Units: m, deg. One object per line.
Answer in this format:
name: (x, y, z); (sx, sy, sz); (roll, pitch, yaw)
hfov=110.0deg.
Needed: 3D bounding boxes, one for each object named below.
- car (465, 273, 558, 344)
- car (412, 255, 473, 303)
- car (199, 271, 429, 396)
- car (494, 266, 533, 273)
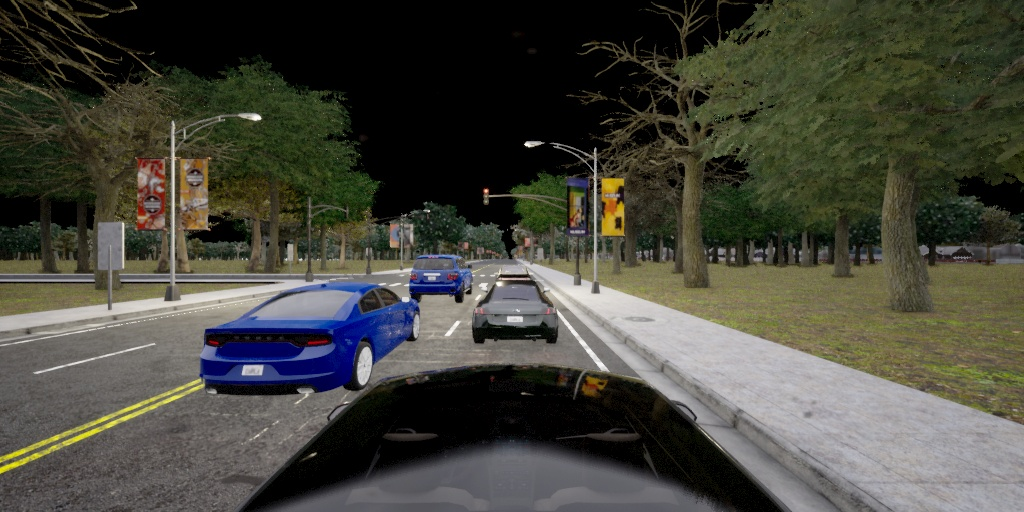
car: (0.094, 1.315, 9.631); (1.994, 1.385, 4.181); (0, 0, 1)
car: (-3.151, 0.974, 16.791); (2.150, 2.045, 5.566); (0, 0, 0)
car: (-3.150, 1.228, 6.805); (1.882, 1.535, 5.008); (0, 0, 0)
car: (0.099, 1.244, 18.533); (2.128, 1.511, 4.902); (0, 0, 0)
